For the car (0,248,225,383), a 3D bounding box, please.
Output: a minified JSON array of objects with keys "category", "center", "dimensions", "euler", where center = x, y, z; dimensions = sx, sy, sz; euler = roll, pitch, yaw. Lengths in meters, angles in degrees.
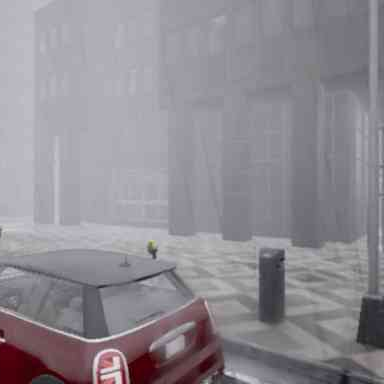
[{"category":"car","center":[-1.734,1.454,4.196],"dimensions":[4.097,1.590,1.967],"euler":[0,0,35]}]
